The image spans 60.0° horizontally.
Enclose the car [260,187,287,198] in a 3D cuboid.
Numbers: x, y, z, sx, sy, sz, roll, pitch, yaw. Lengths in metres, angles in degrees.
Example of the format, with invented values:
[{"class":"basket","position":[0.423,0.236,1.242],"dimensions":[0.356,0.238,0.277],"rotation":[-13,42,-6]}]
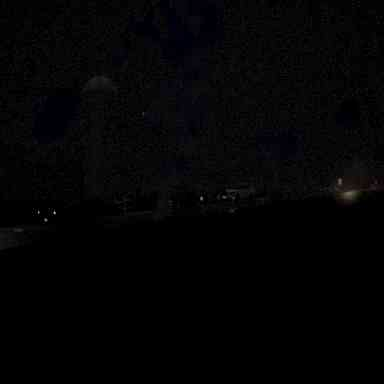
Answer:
[{"class":"car","position":[11.107,0.089,44.853],"dimensions":[2.033,1.411,5.357],"rotation":[-1,1,36]}]

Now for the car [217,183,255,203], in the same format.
[{"class":"car","position":[4.894,0.092,36.208],"dimensions":[2.150,2.045,5.566],"rotation":[-1,1,36]}]

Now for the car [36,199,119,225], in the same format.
[{"class":"car","position":[-6.704,1.135,19.861],"dimensions":[1.895,1.301,4.718],"rotation":[-1,1,34]}]

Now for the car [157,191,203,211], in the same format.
[{"class":"car","position":[-0.954,0.703,28.006],"dimensions":[1.837,1.490,4.892],"rotation":[-1,1,36]}]
